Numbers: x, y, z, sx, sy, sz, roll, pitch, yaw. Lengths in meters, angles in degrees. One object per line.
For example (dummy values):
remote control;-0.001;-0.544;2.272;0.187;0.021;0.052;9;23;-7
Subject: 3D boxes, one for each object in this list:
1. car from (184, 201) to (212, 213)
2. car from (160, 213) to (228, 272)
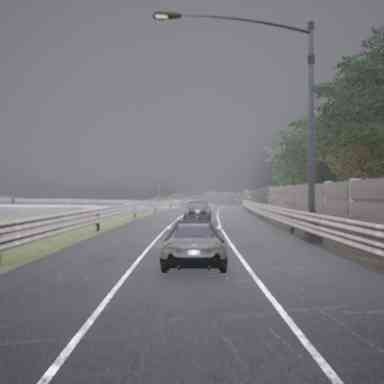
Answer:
car;0.509;1.463;26.369;2.097;1.767;4.553;0;0;3
car;0.068;1.613;10.997;1.994;1.385;4.181;0;0;1
